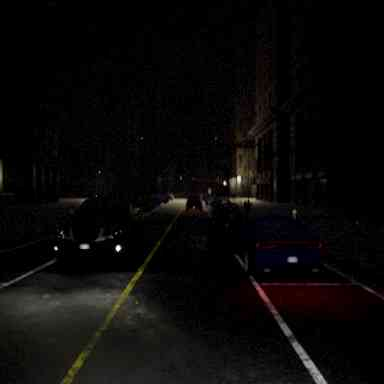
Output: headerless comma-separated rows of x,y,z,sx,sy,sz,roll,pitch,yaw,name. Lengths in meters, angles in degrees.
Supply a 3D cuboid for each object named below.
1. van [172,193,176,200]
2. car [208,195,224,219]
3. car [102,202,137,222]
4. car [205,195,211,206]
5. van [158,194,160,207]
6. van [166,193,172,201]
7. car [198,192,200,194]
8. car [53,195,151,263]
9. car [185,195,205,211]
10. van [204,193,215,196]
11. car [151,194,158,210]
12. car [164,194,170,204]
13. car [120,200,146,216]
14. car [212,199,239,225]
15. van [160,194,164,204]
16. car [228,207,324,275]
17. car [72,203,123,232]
-5.381,1.192,77.508,1.690,1.788,3.998,0,0,0,van
2.919,1.372,32.055,1.967,1.590,4.097,0,0,0,car
-5.633,1.525,26.412,1.802,1.307,4.206,0,0,0,car
2.976,1.460,43.412,2.008,1.369,4.403,0,0,0,car
-5.550,1.250,43.444,1.690,1.788,3.998,0,0,0,van
-5.438,1.211,66.154,1.690,1.788,3.998,0,0,0,van
3.172,1.158,83.153,2.192,1.841,5.009,0,0,0,car
-3.040,1.193,12.222,2.150,2.045,5.566,0,0,0,car
0.256,1.424,38.364,1.837,1.490,4.892,0,0,1,car
3.003,1.240,49.089,1.690,1.788,3.998,0,0,0,van
-5.578,1.235,37.766,2.192,1.841,5.009,0,0,0,car
-5.465,1.461,60.476,1.802,1.307,4.206,0,0,0,car
-5.605,1.513,32.090,1.802,1.307,4.206,0,0,0,car
2.892,1.494,26.378,2.008,1.369,4.403,0,0,0,car
-5.522,1.240,49.121,1.690,1.788,3.998,0,0,0,van
2.412,1.454,10.404,1.882,1.535,5.008,0,0,0,car
-5.662,1.480,20.565,1.752,1.417,4.829,0,0,0,car
